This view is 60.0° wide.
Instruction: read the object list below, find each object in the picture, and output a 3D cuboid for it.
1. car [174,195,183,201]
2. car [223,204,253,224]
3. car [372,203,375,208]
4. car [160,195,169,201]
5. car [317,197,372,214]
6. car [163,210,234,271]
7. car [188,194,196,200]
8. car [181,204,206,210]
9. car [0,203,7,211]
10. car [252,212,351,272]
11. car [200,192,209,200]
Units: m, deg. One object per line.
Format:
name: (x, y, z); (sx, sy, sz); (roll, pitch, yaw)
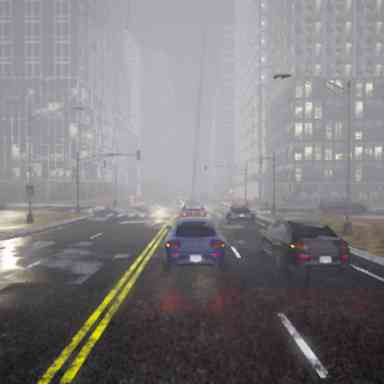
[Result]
car: (-3.282, 1.376, 79.260); (1.882, 1.535, 5.008); (0, 0, 0)
car: (3.344, 1.541, 24.421); (1.994, 1.385, 4.181); (0, 0, 0)
car: (21.793, 1.618, 44.438); (4.829, 1.417, 1.752); (0, 0, 1)
car: (-6.532, 1.439, 79.259); (2.033, 1.411, 5.357); (0, 0, 0)
car: (16.188, 1.499, 36.149); (5.009, 1.841, 2.192); (0, 0, 1)
car: (0.097, 1.518, 10.728); (1.812, 1.442, 4.674); (0, 0, 0)
car: (-0.034, 1.470, 87.378); (1.895, 1.301, 4.718); (0, 0, 0)
car: (0.092, 1.578, 25.165); (1.895, 1.301, 4.718); (0, 0, 0)
car: (-22.739, 1.407, 36.663); (4.313, 1.339, 1.947); (1, 0, 1)
car: (3.347, 1.517, 10.621); (1.812, 1.442, 4.674); (0, 0, 0)
car: (3.217, 1.100, 86.963); (2.150, 2.045, 5.566); (0, 0, 0)
